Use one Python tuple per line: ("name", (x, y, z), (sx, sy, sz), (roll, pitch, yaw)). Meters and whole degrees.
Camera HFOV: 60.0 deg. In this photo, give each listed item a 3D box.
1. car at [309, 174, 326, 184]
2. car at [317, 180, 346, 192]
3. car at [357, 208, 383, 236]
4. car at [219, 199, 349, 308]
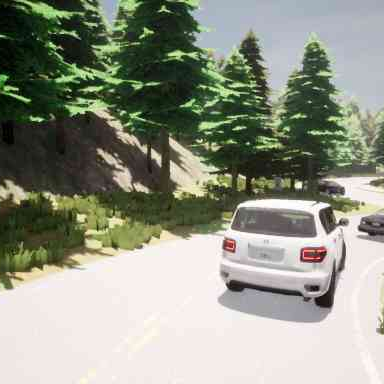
("car", (22.060, -2.333, 58.232), (1.882, 1.535, 5.008), (3, 6, 31))
("car", (16.073, -0.561, 38.910), (1.882, 1.535, 5.008), (-1, 5, -2))
("car", (10.131, 1.410, 15.808), (5.357, 1.411, 2.033), (-1, 5, -32))
("car", (2.551, 1.198, 8.361), (2.150, 2.045, 5.566), (3, 2, 27))
